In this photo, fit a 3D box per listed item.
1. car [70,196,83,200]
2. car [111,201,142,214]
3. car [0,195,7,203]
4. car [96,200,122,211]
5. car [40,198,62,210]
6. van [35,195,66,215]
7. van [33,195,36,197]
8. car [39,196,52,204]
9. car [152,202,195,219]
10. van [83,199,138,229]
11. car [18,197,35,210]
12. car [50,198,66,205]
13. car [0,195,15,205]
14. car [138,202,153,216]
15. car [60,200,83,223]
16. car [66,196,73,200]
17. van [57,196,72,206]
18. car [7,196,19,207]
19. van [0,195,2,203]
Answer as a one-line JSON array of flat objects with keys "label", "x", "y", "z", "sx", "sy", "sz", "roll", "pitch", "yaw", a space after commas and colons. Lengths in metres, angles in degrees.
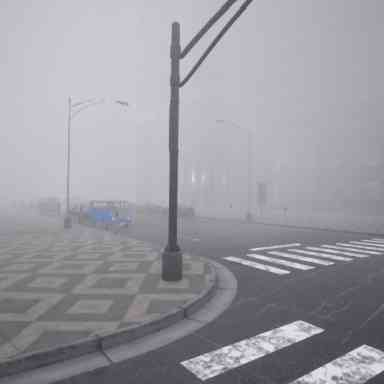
[{"label": "car", "x": -17.433, "y": 1.816, "z": 53.214, "sx": 1.887, "sy": 1.381, "sz": 4.507, "roll": 1, "pitch": -1, "yaw": -35}, {"label": "car", "x": -7.860, "y": 1.752, "z": 39.681, "sx": 1.887, "sy": 1.381, "sz": 4.507, "roll": 1, "pitch": -1, "yaw": -35}, {"label": "car", "x": -43.548, "y": 1.566, "z": 75.369, "sx": 2.192, "sy": 1.841, "sz": 5.009, "roll": 1, "pitch": -1, "yaw": -35}, {"label": "car", "x": -11.149, "y": 1.755, "z": 44.331, "sx": 1.752, "sy": 1.417, "sz": 4.829, "roll": 1, "pitch": -1, "yaw": -35}, {"label": "car", "x": -19.740, "y": 1.659, "z": 46.485, "sx": 1.837, "sy": 1.490, "sz": 4.892, "roll": 1, "pitch": -1, "yaw": -35}, {"label": "van", "x": -14.850, "y": 1.398, "z": 34.762, "sx": 1.690, "sy": 1.788, "sz": 3.998, "roll": 1, "pitch": -1, "yaw": -35}, {"label": "van", "x": -36.575, "y": 1.742, "z": 80.282, "sx": 1.690, "sy": 1.788, "sz": 3.998, "roll": 1, "pitch": -1, "yaw": -35}, {"label": "car", "x": -33.386, "y": 1.820, "z": 75.771, "sx": 1.967, "sy": 1.590, "sz": 4.097, "roll": 1, "pitch": -1, "yaw": -35}, {"label": "car", "x": -1.479, "y": 1.710, "z": 30.660, "sx": 1.887, "sy": 1.381, "sz": 4.507, "roll": 1, "pitch": -1, "yaw": -35}, {"label": "van", "x": -5.283, "y": 1.336, "z": 21.227, "sx": 1.690, "sy": 1.788, "sz": 3.998, "roll": 1, "pitch": -1, "yaw": -35}, {"label": "car", "x": -21.230, "y": 1.682, "z": 43.784, "sx": 1.802, "sy": 1.307, "sz": 4.206, "roll": 1, "pitch": -1, "yaw": -35}, {"label": "car", "x": -27.005, "y": 1.887, "z": 66.747, "sx": 2.008, "sy": 1.369, "sz": 4.403, "roll": 1, "pitch": -1, "yaw": -35}, {"label": "car", "x": -37.075, "y": 1.732, "z": 66.204, "sx": 1.752, "sy": 1.417, "sz": 4.829, "roll": 1, "pitch": -1, "yaw": -35}, {"label": "car", "x": -4.670, "y": 1.731, "z": 35.170, "sx": 1.887, "sy": 1.381, "sz": 4.507, "roll": 1, "pitch": -1, "yaw": -35}, {"label": "car", "x": -8.474, "y": 1.560, "z": 25.737, "sx": 1.887, "sy": 1.381, "sz": 4.507, "roll": 1, "pitch": -1, "yaw": -35}, {"label": "car", "x": -20.622, "y": 1.608, "z": 57.728, "sx": 2.192, "sy": 1.841, "sz": 5.009, "roll": 1, "pitch": -1, "yaw": -35}, {"label": "van", "x": -23.812, "y": 1.656, "z": 62.238, "sx": 1.690, "sy": 1.788, "sz": 3.998, "roll": 1, "pitch": -1, "yaw": -35}, {"label": "car", "x": -27.607, "y": 1.693, "z": 52.808, "sx": 2.008, "sy": 1.369, "sz": 4.403, "roll": 1, "pitch": -1, "yaw": -35}, {"label": "van", "x": -46.738, "y": 1.614, "z": 79.880, "sx": 1.690, "sy": 1.788, "sz": 3.998, "roll": 1, "pitch": -1, "yaw": -35}]
